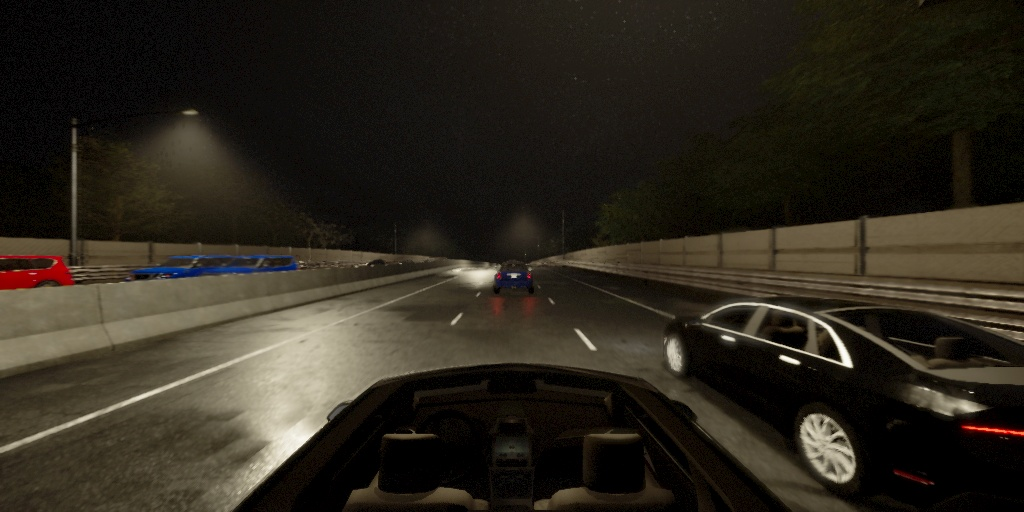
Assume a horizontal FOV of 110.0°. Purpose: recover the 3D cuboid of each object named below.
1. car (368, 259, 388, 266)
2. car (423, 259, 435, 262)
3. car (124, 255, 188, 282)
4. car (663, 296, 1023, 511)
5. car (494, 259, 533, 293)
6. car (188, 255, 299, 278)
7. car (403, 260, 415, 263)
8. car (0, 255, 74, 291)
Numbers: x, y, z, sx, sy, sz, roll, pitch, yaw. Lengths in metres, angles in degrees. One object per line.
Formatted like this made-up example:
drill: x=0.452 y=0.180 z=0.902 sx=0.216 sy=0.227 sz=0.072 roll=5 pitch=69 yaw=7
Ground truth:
car: x=-21.016 y=1.287 z=56.471 sx=1.837 sy=1.490 sz=4.892 roll=0 pitch=0 yaw=1
car: x=-14.013 y=1.307 z=60.941 sx=2.128 sy=1.511 sz=4.902 roll=0 pitch=-1 yaw=1
car: x=-17.587 y=0.974 z=19.689 sx=2.150 sy=2.045 sz=5.566 roll=0 pitch=0 yaw=0
car: x=3.599 y=1.255 z=4.466 sx=1.837 sy=1.490 sz=4.892 roll=0 pitch=0 yaw=0
car: x=0.101 y=1.103 z=20.945 sx=2.097 sy=1.767 sz=4.553 roll=0 pitch=0 yaw=0
car: x=-14.086 y=0.973 z=19.714 sx=2.150 sy=2.045 sz=5.566 roll=0 pitch=0 yaw=0
car: x=-17.513 y=1.370 z=60.958 sx=1.994 sy=1.385 sz=4.181 roll=0 pitch=-1 yaw=1
car: x=-21.096 y=0.974 z=13.972 sx=2.150 sy=2.045 sz=5.566 roll=0 pitch=0 yaw=0
